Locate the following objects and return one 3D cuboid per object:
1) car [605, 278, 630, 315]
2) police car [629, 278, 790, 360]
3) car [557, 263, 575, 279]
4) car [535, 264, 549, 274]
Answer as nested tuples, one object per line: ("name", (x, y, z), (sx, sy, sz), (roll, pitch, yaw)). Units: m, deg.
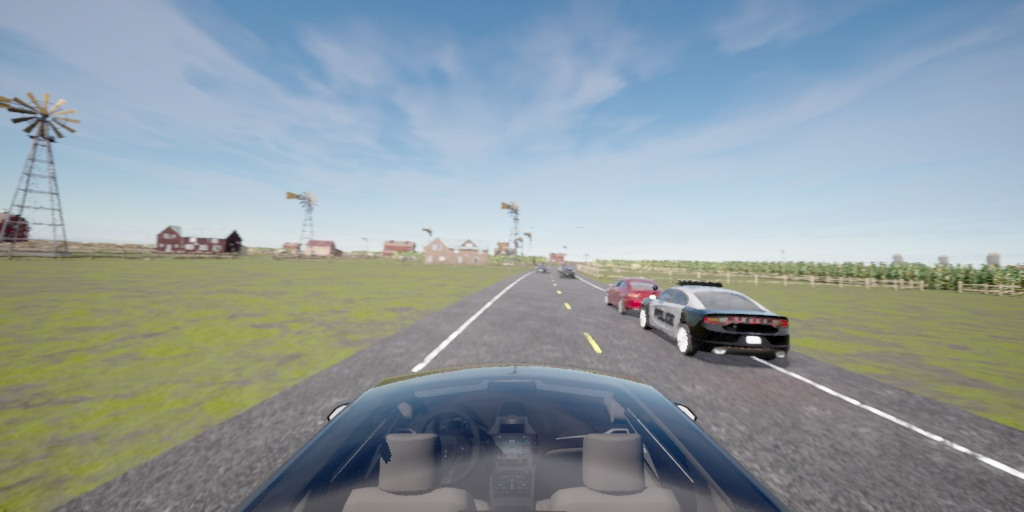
("car", (5.282, 1.654, 15.422), (1.812, 1.442, 4.674), (2, -1, 4))
("police car", (4.882, 1.468, 9.565), (1.930, 1.638, 5.238), (2, -1, 4))
("car", (6.985, 2.032, 45.695), (2.128, 1.511, 4.902), (2, -1, 6))
("car", (4.909, 2.104, 58.857), (1.837, 1.490, 4.892), (2, -1, 7))
